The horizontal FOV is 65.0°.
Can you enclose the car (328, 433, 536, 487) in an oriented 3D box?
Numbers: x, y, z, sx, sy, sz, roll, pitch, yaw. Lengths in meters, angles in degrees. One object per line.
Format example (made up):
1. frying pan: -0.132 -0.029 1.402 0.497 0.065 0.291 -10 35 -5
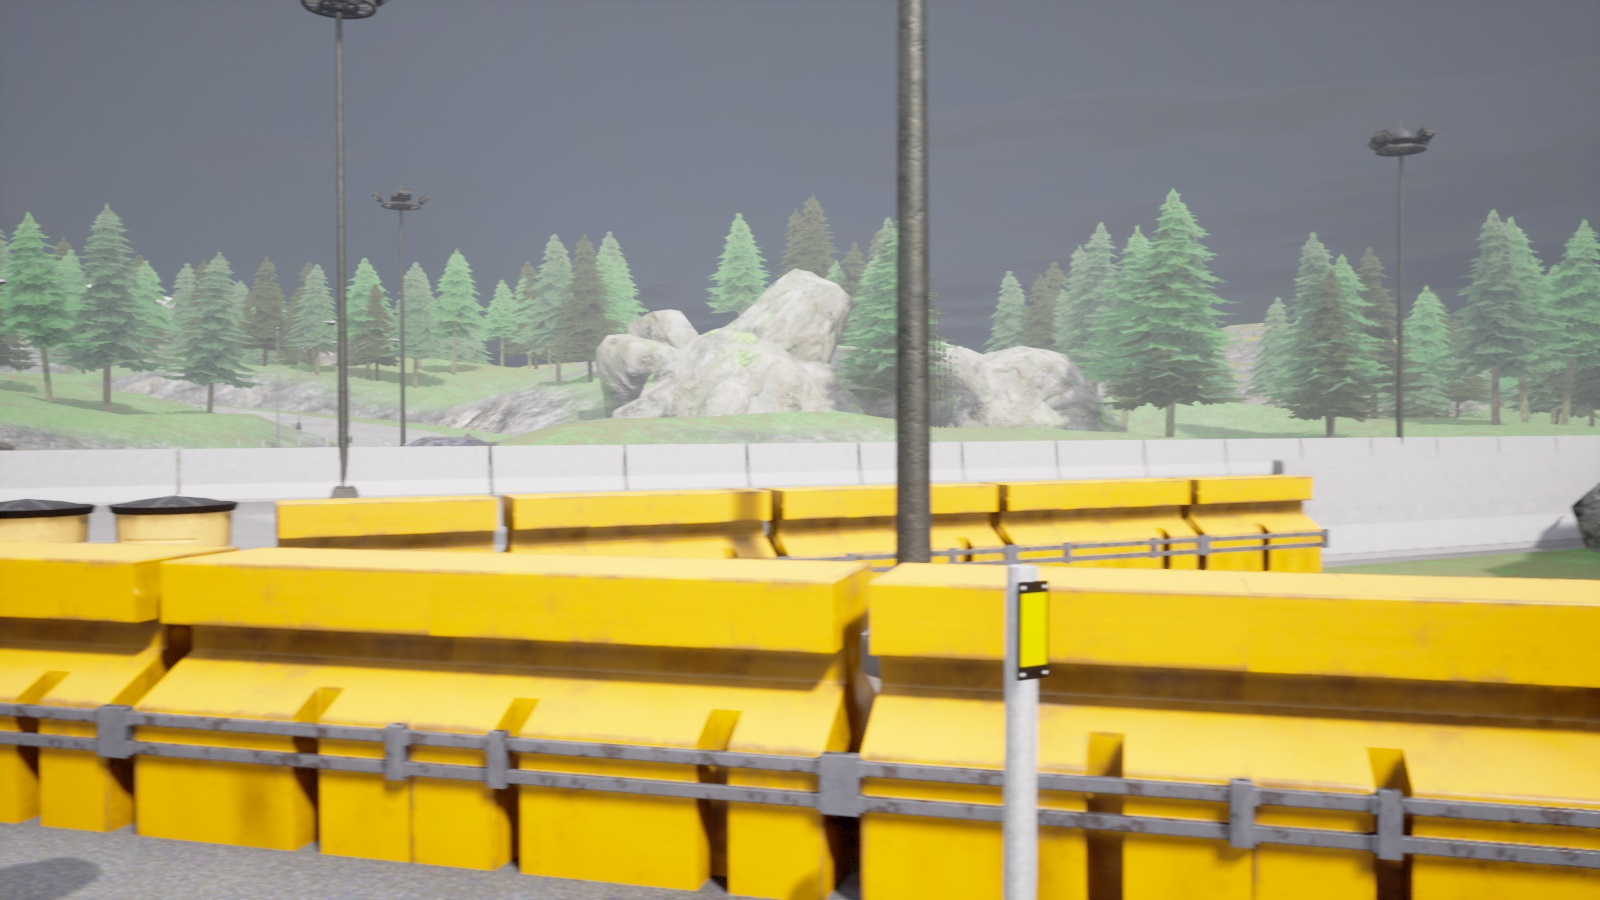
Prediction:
1. car: -10.340 0.242 35.399 5.357 1.411 2.033 0 1 -26
